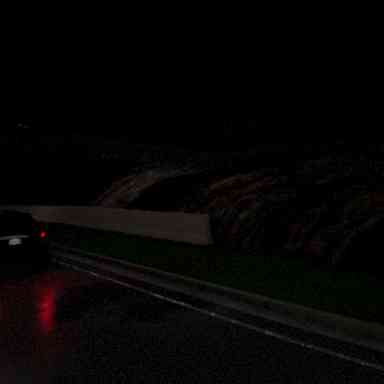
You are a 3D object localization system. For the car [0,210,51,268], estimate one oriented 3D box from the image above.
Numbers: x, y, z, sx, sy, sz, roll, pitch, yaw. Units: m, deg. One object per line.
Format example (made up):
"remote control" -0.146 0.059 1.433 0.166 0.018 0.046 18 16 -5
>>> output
"car" -6.212 1.338 10.246 4.553 1.767 2.097 0 0 44
